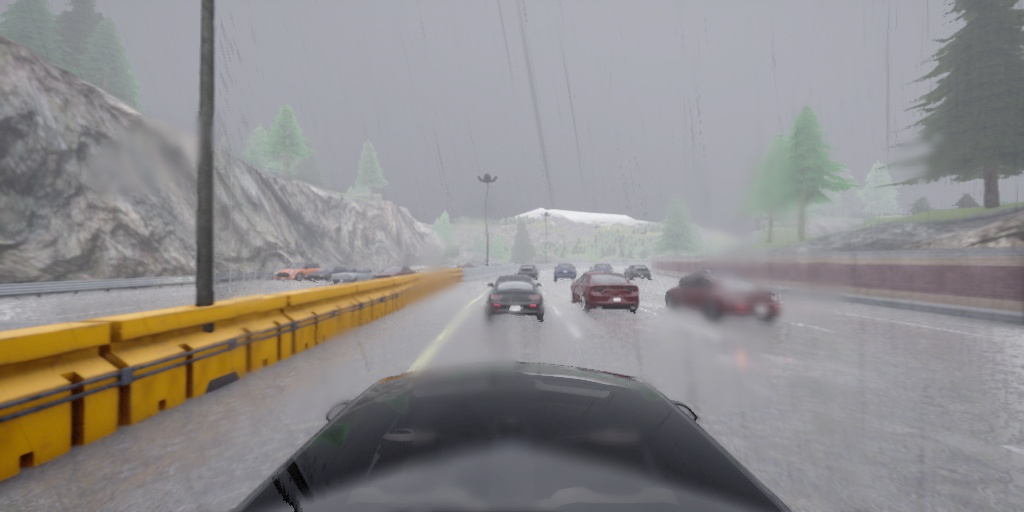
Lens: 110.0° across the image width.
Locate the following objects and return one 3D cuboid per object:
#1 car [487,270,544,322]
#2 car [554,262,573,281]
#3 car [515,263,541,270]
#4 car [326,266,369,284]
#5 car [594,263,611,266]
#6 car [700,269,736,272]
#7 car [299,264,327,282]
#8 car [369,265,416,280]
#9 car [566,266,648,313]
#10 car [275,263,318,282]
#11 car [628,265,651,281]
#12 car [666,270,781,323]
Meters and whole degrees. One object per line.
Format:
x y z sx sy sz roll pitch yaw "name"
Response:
0.106 1.393 12.830 1.812 1.442 4.674 0 -1 0 "car"
5.205 1.454 34.955 2.097 1.767 4.553 0 -1 8 "car"
1.708 1.611 35.283 1.837 1.490 4.892 0 -1 8 "car"
-13.210 1.654 30.408 1.895 1.301 4.718 0 -1 6 "car"
8.735 1.455 34.952 2.097 1.767 4.553 0 -1 8 "car"
10.745 1.427 19.233 2.128 1.511 4.902 0 -1 2 "car"
-16.481 1.627 32.863 2.033 1.411 5.357 0 -1 7 "car"
-9.698 1.529 30.207 1.882 1.535 5.008 0 -1 6 "car"
3.627 1.366 14.742 1.882 1.535 5.008 0 -1 1 "car"
-19.851 1.440 33.696 2.097 1.767 4.553 0 -1 7 "car"
12.314 1.611 35.293 1.837 1.490 4.892 0 -1 9 "car"
7.102 1.390 12.512 1.812 1.442 4.674 0 -1 0 "car"
